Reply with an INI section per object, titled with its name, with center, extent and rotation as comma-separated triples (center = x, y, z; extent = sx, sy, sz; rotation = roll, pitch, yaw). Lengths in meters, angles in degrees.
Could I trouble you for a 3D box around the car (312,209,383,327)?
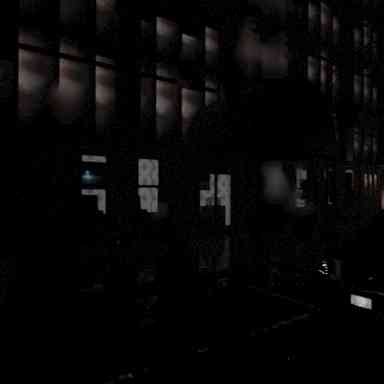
[car]
center = 4.698, 1.253, 6.414
extent = 5.566, 2.045, 2.150
rotation = 1, 0, -35
